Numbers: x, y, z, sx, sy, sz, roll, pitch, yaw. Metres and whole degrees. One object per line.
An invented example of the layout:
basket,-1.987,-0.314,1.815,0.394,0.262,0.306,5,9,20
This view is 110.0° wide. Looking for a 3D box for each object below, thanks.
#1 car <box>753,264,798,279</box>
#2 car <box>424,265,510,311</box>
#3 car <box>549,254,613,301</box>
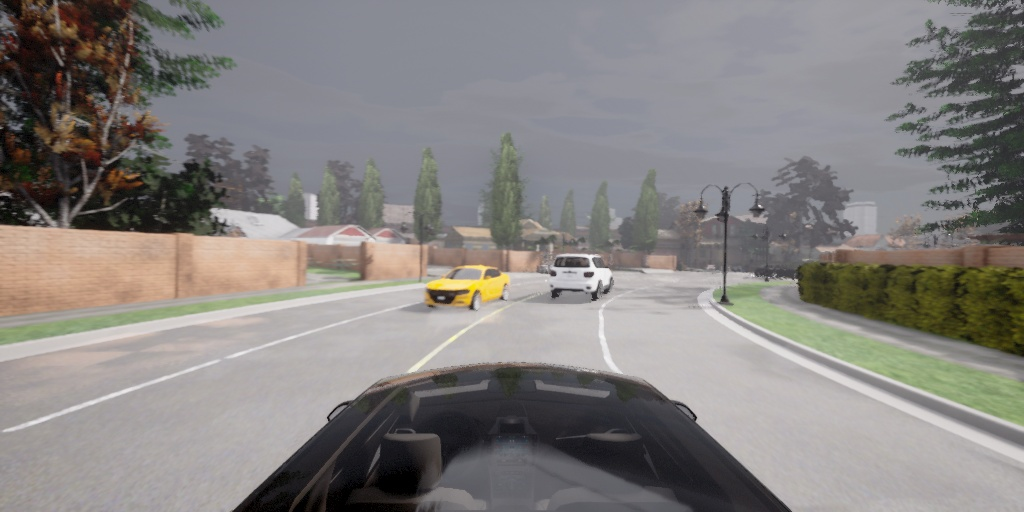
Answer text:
car,28.060,1.659,38.024,4.892,1.490,1.837,1,-1,-15
car,-1.574,1.116,14.170,1.882,1.535,5.008,1,0,18
car,3.492,0.928,17.586,2.150,2.045,5.566,1,0,24
